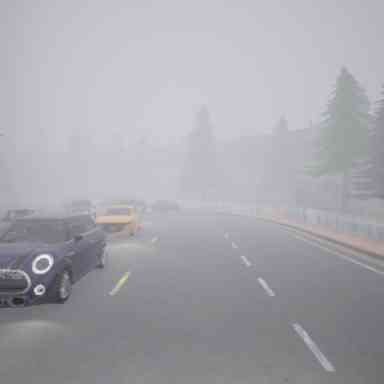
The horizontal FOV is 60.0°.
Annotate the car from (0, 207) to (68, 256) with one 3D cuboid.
[{"bbox_3d":[-7.202,1.480,14.085,2.128,1.511,4.902,0,0,-1],"label":"car"}]

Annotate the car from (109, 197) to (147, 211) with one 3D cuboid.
[{"bbox_3d":[-5.525,1.327,28.131,2.097,1.767,4.553,0,0,-19],"label":"car"}]

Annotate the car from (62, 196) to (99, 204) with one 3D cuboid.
[{"bbox_3d":[-8.228,1.330,24.857,2.097,1.767,4.553,0,0,-16],"label":"car"}]

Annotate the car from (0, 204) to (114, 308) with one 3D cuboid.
[{"bbox_3d":[-3.588,1.344,8.127,2.097,1.767,4.553,0,0,0],"label":"car"}]

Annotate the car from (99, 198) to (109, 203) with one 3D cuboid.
[{"bbox_3d":[-11.352,1.483,46.952,4.674,1.442,1.812,0,0,34],"label":"car"}]

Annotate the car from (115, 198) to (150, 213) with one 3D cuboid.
[{"bbox_3d":[-6.904,1.470,38.161,1.837,1.490,4.892,0,0,-39],"label":"car"}]

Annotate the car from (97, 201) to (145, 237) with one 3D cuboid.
[{"bbox_3d":[-3.888,1.461,18.219,1.882,1.535,5.008,0,0,-3],"label":"car"}]

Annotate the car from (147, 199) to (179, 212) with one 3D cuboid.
[{"bbox_3d":[-3.180,1.529,38.322,1.994,1.385,4.181,0,0,-33],"label":"car"}]
